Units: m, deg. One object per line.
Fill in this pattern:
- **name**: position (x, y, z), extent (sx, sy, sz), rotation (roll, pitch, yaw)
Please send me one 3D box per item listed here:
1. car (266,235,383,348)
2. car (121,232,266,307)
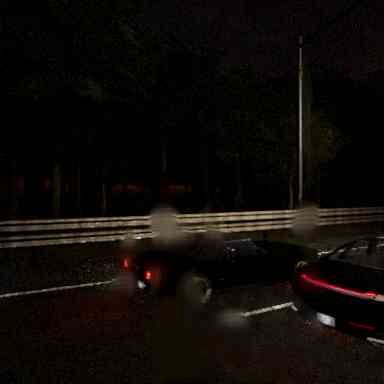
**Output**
- **car**: position (3.904, 1.513, 5.716), extent (4.902, 1.511, 2.128), rotation (0, 0, -30)
- **car**: position (0.853, 1.629, 7.992), extent (4.718, 1.301, 1.895), rotation (0, 0, -30)
